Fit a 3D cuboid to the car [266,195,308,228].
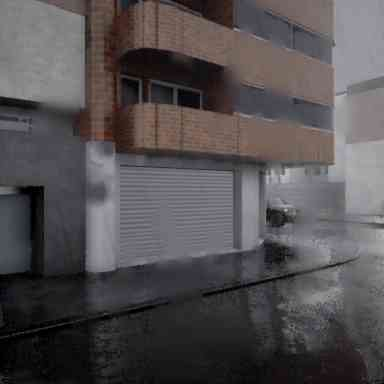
[{"bbox_3d":[5.206,1.222,22.911,2.150,2.045,5.566,0,0,-34],"label":"car"}]
